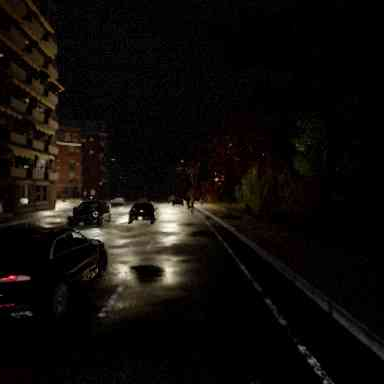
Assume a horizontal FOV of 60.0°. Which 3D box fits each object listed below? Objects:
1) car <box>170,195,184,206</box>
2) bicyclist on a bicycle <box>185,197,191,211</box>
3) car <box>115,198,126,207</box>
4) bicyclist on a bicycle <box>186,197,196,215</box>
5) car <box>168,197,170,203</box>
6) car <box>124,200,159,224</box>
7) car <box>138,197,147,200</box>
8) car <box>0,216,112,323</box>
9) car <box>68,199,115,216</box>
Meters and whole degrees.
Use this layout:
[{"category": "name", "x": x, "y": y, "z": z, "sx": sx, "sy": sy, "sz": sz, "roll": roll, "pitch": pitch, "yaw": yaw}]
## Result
[{"category": "car", "x": -2.486, "y": 1.640, "z": 57.910, "sx": 1.882, "sy": 1.535, "sz": 5.008, "roll": 0, "pitch": 0, "yaw": -4}, {"category": "bicyclist on a bicycle", "x": -0.528, "y": 1.494, "z": 42.950, "sx": 0.659, "sy": 1.776, "sz": 1.843, "roll": 0, "pitch": 0, "yaw": -4}, {"category": "car", "x": -12.148, "y": 1.714, "z": 55.454, "sx": 2.033, "sy": 1.411, "sz": 5.357, "roll": 0, "pitch": 0, "yaw": -4}, {"category": "bicyclist on a bicycle", "x": 0.023, "y": 1.533, "z": 33.598, "sx": 0.866, "sy": 1.612, "sz": 1.509, "roll": 0, "pitch": 0, "yaw": -3}, {"category": "car", "x": -4.170, "y": 1.558, "z": 74.789, "sx": 2.097, "sy": 1.767, "sz": 4.553, "roll": 0, "pitch": 0, "yaw": -7}, {"category": "car", "x": -3.689, "y": 1.582, "z": 25.498, "sx": 1.837, "sy": 1.490, "sz": 4.892, "roll": 0, "pitch": 0, "yaw": -2}, {"category": "car", "x": -9.610, "y": 1.743, "z": 64.105, "sx": 2.033, "sy": 1.411, "sz": 5.357, "roll": 0, "pitch": 0, "yaw": -5}, {"category": "car", "x": -3.223, "y": 1.515, "z": 7.215, "sx": 2.128, "sy": 1.511, "sz": 4.902, "roll": 0, "pitch": 0, "yaw": -1}, {"category": "car", "x": -7.058, "y": 1.425, "z": 23.271, "sx": 2.097, "sy": 1.767, "sz": 4.553, "roll": 0, "pitch": 0, "yaw": -2}]
